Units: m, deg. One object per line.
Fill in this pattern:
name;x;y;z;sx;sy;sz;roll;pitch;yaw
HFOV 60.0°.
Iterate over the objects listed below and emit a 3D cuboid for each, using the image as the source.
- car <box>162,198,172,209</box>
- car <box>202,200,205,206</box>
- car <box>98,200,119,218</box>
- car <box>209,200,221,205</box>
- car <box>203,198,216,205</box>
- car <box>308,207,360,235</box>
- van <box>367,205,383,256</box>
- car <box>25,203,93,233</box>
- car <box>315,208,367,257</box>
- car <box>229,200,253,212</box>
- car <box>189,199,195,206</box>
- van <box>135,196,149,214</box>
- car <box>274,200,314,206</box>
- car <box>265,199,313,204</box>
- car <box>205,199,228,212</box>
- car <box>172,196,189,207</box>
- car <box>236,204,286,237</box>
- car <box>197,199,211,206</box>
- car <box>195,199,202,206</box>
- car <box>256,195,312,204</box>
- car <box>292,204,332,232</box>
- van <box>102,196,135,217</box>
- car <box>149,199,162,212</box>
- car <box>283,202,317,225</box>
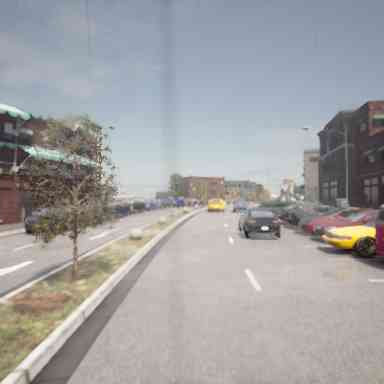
car;-4.818;1.753;47.850;2.002;1.452;4.674;0;-1;10
car;1.266;2.391;74.866;2.002;1.452;4.674;0;-2;16
car;-7.746;1.613;25.839;2.163;1.488;4.792;0;0;6
car;6.324;2.858;90.847;2.097;1.535;5.008;-1;-2;20
car;4.542;2.567;85.625;2.185;1.767;4.553;-1;-2;19
car;8.154;1.584;15.385;4.674;1.452;2.002;0;0;3
van;8.042;1.304;9.926;4.442;1.987;1.878;0;0;2
car;-8.184;1.575;20.363;2.097;1.535;5.008;0;0;4
car;7.839;1.534;12.668;5.366;1.575;1.946;0;0;3
car;5.933;1.669;40.232;2.033;1.411;5.357;0;-1;8
car;-1.500;1.909;64.170;2.185;1.767;4.553;0;-2;14
van;-6.526;1.382;36.770;1.878;1.987;4.442;0;-1;8
car;8.695;1.549;23.560;4.892;1.521;2.231;0;0;5
car;9.191;1.573;29.126;4.792;1.488;2.163;0;0;7
car;3.190;1.624;42.016;1.882;1.535;5.008;0;-1;8
car;-2.745;1.653;58.704;2.435;2.045;5.566;0;-1;13
car;3.664;1.599;18.414;1.812;1.442;4.674;0;0;3
car;2.822;2.548;80.159;2.163;1.488;4.792;-1;-2;17
car;-0.151;2.188;69.636;2.231;1.521;4.892;0;-2;15
car;9.822;1.302;34.557;5.566;2.045;2.435;0;0;8
car;8.278;1.577;18.114;4.792;1.488;2.163;0;0;4
van;-7.190;1.362;31.271;1.878;1.987;4.442;0;0;7
car;-5.703;1.689;42.379;2.002;1.452;4.674;0;-1;9
car;8.519;1.578;20.833;4.792;1.488;2.163;0;0;5
